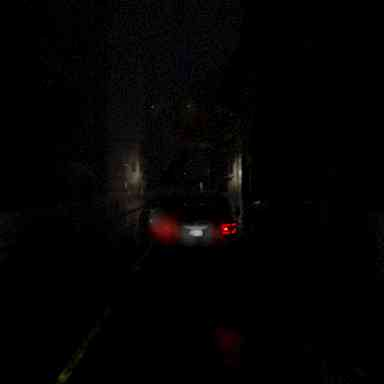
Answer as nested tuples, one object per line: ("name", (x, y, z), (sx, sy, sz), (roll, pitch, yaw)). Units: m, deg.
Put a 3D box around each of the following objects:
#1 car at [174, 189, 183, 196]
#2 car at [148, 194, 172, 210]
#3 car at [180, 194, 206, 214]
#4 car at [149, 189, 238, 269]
("car", (-2.973, 0.070, 74.410), (1.895, 1.301, 4.718), (0, 1, 0))
("car", (-3.084, 0.899, 33.038), (1.994, 1.385, 4.181), (0, 1, 0))
("car", (0.105, 0.971, 28.338), (2.033, 1.411, 5.357), (0, 1, 0))
("car", (0.094, 0.999, 10.468), (2.150, 2.045, 5.566), (0, 1, 0))
